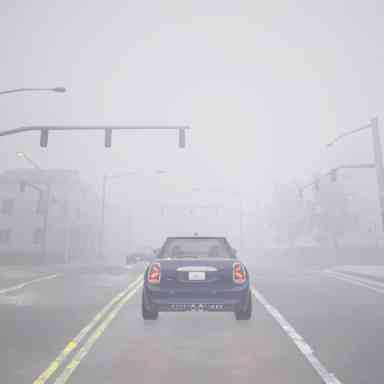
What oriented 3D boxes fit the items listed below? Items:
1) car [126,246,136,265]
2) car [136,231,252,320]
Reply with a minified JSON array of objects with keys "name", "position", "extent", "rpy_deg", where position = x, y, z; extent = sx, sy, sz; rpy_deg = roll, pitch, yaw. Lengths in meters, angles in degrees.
[{"name":"car","position":[-3.637,4.655,24.588],"extent":[1.812,1.442,4.674],"rpy_deg":[0,-12,0]},{"name":"car","position":[0.085,1.807,8.233],"extent":[2.097,1.767,4.553],"rpy_deg":[0,-7,0]}]
